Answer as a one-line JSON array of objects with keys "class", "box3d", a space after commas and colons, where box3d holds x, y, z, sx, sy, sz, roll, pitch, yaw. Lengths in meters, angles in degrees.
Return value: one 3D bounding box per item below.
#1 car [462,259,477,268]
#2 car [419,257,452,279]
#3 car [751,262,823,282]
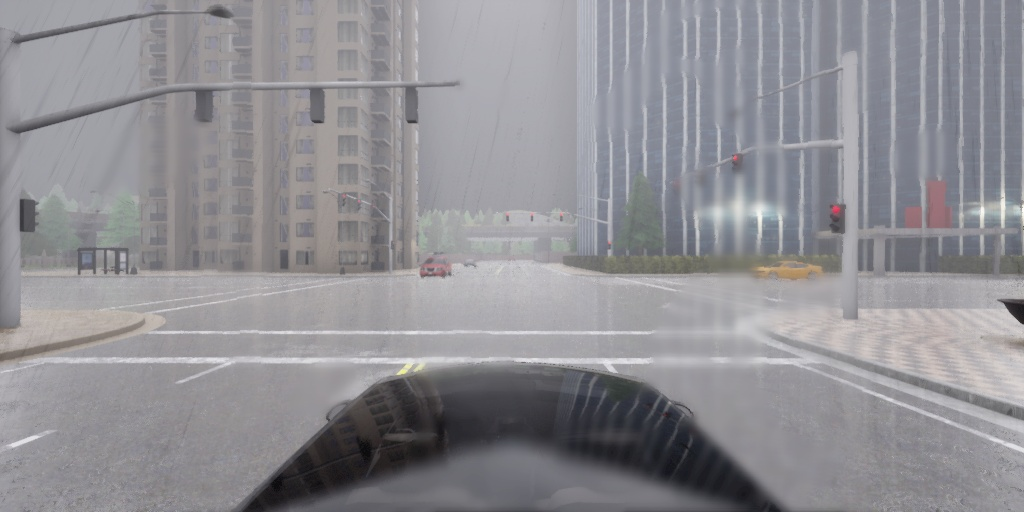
[{"class": "car", "box3d": [-7.003, 1.201, 60.119, 1.812, 1.442, 4.674, 0, 0, 0]}, {"class": "car", "box3d": [-7.001, 1.097, 33.500, 2.150, 2.045, 5.566, 0, 1, 0]}, {"class": "car", "box3d": [21.676, 1.225, 28.377, 5.008, 1.535, 1.882, 0, 0, -1]}]
